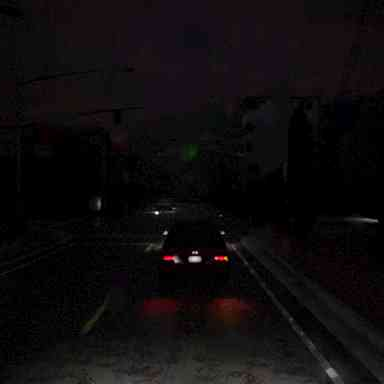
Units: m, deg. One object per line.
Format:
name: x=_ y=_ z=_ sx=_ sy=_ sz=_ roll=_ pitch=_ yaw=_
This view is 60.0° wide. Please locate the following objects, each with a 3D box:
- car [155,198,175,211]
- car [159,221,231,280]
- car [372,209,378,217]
car: x=-3.630 y=1.692 z=43.569 sx=1.812 sy=1.442 sz=4.674 roll=0 pitch=0 yaw=0
car: x=0.072 y=1.586 z=10.084 sx=2.033 sy=1.411 sz=5.357 roll=0 pitch=0 yaw=0
car: x=17.112 y=1.470 z=25.957 sx=5.357 sy=1.411 sz=2.033 roll=0 pitch=0 yaw=0
